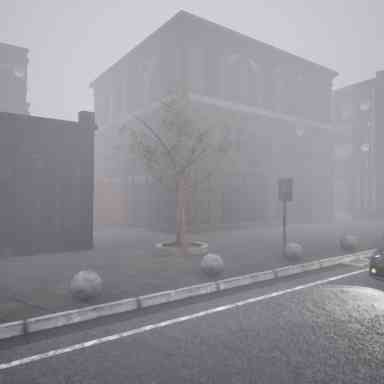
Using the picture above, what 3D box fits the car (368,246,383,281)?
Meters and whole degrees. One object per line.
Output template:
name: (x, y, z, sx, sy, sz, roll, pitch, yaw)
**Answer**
car: (6.361, 1.566, 8.487, 4.181, 1.385, 1.994, 0, 0, -35)
